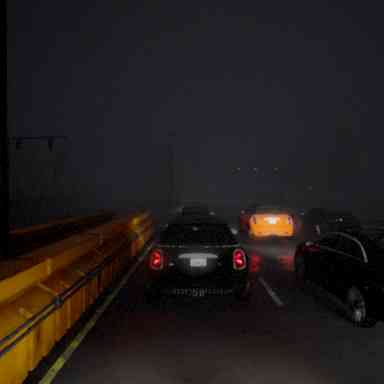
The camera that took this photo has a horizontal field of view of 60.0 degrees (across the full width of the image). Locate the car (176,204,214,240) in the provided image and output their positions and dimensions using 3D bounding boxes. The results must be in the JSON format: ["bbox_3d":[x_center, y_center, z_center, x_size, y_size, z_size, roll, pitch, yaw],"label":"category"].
[{"bbox_3d":[0.163,1.517,18.325,1.837,1.490,4.892,0,0,0],"label":"car"}]

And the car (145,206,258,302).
[{"bbox_3d":[0.127,1.356,8.422,2.097,1.767,4.553,0,0,0],"label":"car"}]

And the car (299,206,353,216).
[{"bbox_3d":[7.162,1.517,17.889,1.837,1.490,4.892,0,0,0],"label":"car"}]

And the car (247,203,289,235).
[{"bbox_3d":[3.661,1.361,17.203,2.097,1.767,4.553,0,0,0],"label":"car"}]

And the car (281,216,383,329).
[{"bbox_3d":[3.622,1.496,6.919,2.128,1.511,4.902,0,0,0],"label":"car"}]
